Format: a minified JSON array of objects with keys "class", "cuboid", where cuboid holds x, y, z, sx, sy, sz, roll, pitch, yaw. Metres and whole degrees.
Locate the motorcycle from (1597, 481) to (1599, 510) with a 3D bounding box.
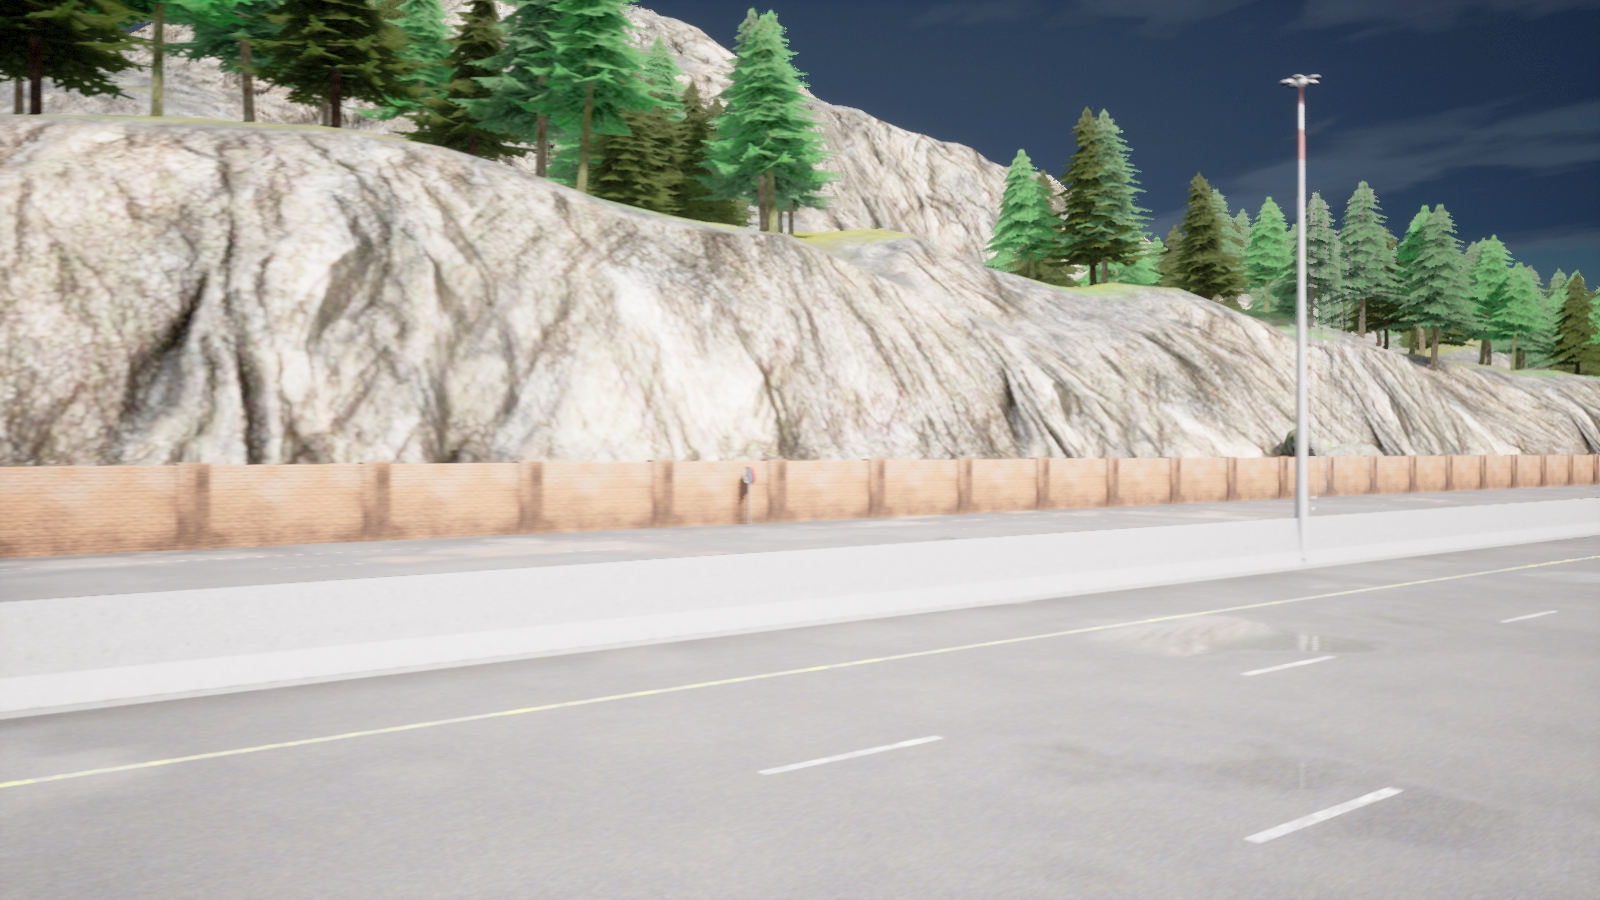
[{"class":"motorcycle","cuboid":[38.256,2.116,53.632,1.805,1.334,0.856,0,0,-36]}]
